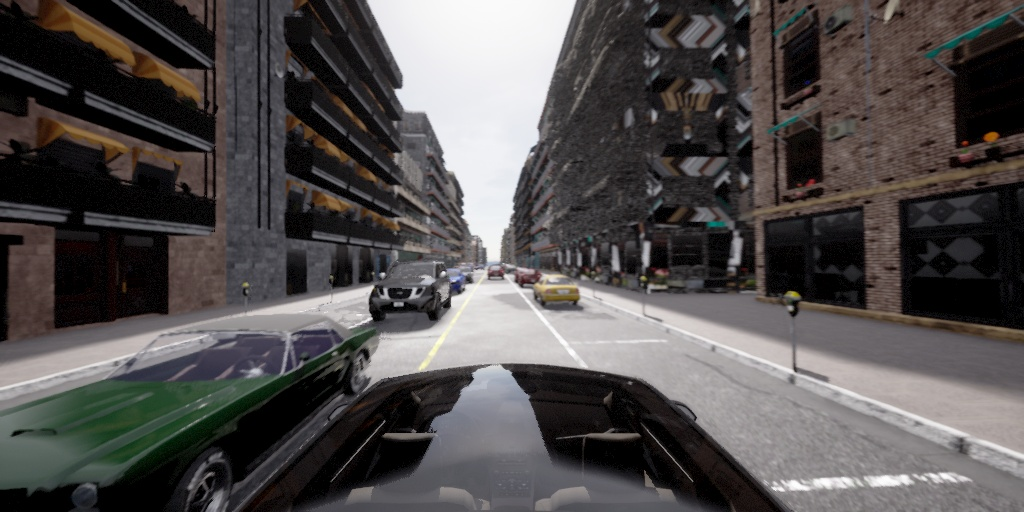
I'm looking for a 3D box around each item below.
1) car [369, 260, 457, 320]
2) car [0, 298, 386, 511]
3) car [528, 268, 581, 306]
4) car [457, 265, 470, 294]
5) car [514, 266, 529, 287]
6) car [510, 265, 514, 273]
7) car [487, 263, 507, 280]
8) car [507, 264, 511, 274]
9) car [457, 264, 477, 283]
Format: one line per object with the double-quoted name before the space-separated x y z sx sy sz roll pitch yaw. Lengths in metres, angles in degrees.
"car" -3.645 1.197 13.906 2.150 2.045 5.566 -1 -1 -3
"car" -3.140 1.426 4.036 1.895 1.301 4.718 -1 -1 -3
"car" 2.002 1.469 17.039 1.751 1.417 4.829 0 0 -3
"car" -4.150 1.613 23.894 1.882 1.535 5.008 -1 -1 -3
"car" 1.432 1.672 28.175 1.888 1.381 4.507 0 0 -3
"car" 1.142 1.766 33.828 1.888 1.381 4.507 0 0 -3
"car" -1.824 1.903 41.068 1.812 1.442 4.674 -1 -1 -3
"car" -0.015 2.151 56.446 2.007 1.370 4.403 0 0 -3
"car" -4.640 1.812 34.279 1.837 1.490 4.892 -1 -1 -2
